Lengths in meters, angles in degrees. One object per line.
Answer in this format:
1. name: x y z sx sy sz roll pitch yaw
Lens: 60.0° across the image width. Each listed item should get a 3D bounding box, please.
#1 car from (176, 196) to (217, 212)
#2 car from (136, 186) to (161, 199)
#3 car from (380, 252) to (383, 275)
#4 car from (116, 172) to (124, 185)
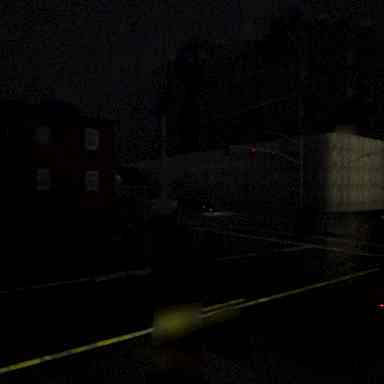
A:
1. car: 0.350 1.148 35.046 2.033 1.411 5.357 0 5 -36
2. car: -5.409 -0.033 43.086 1.895 1.301 4.718 0 9 -36
3. car: 6.721 1.585 8.618 4.181 1.385 1.994 0 0 -36
4. car: -11.264 -2.432 51.259 2.150 2.045 5.566 0 12 -35
